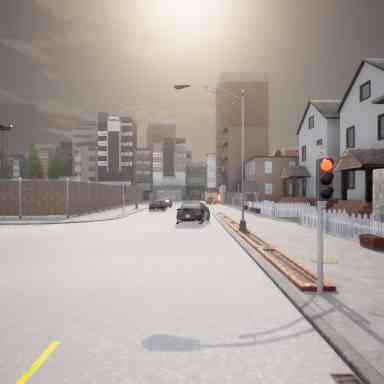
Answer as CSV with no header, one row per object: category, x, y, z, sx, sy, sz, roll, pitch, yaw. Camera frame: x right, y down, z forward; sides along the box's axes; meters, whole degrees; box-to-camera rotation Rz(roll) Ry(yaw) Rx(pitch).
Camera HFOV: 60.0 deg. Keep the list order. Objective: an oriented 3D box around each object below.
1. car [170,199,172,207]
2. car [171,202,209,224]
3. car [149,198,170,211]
car,-4.103,1.564,50.574,1.994,1.385,4.181,0,0,0
car,0.115,1.478,24.577,1.882,1.535,5.008,1,0,10
car,-4.112,1.601,40.505,1.895,1.301,4.718,0,0,0
